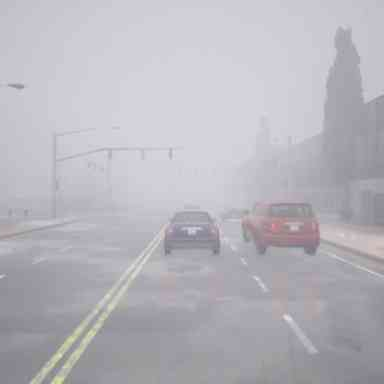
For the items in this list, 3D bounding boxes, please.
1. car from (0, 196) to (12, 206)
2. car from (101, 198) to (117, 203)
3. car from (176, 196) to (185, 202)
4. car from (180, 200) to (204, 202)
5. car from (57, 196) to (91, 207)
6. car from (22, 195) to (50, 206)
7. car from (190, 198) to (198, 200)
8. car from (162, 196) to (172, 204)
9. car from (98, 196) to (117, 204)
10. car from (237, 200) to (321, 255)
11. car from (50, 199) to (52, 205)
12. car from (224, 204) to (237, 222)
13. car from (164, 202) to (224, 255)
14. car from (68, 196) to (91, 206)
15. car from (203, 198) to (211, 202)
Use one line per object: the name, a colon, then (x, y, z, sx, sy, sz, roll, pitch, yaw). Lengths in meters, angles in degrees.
car: (-38.879, 2.014, 66.213, 3.806, 1.475, 1.970, 0, -1, 0)
car: (-21.425, 2.198, 86.014, 3.806, 1.475, 1.970, 0, -1, 0)
car: (-3.001, 2.034, 87.000, 2.150, 2.045, 5.566, 0, -1, 2)
car: (-0.018, 1.782, 29.313, 1.837, 1.490, 4.892, 0, 0, 0)
car: (-21.470, 1.719, 60.604, 4.605, 1.855, 1.932, 0, -1, 0)
car: (-38.958, 1.929, 83.112, 4.605, 1.855, 1.932, 0, -1, 0)
car: (0.537, 2.293, 88.419, 1.882, 1.535, 5.008, 0, -1, 2)
car: (-6.500, 2.035, 87.092, 2.150, 2.045, 5.566, 0, -1, 2)
car: (-21.438, 1.932, 83.121, 3.866, 1.878, 1.905, 0, -1, 0)
car: (3.500, 1.348, 14.028, 2.150, 2.045, 5.566, 0, 0, 0)
car: (-38.892, 2.166, 86.006, 3.905, 1.438, 1.784, 0, -1, 0)
car: (3.482, 1.801, 29.422, 1.812, 1.442, 4.674, 0, 0, 0)
car: (0.001, 1.482, 14.087, 2.097, 1.767, 4.553, 0, -1, 0)
car: (-21.414, 1.749, 63.498, 3.866, 1.878, 1.905, 0, -1, 0)
car: (4.028, 2.329, 88.008, 2.128, 1.511, 4.902, 0, -1, 2)
